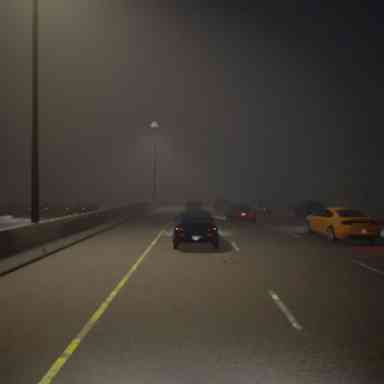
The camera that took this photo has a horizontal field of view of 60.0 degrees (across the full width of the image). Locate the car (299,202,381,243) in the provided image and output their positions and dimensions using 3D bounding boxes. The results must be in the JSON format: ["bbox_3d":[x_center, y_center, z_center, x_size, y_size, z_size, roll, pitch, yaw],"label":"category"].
[{"bbox_3d":[7.159,1.485,16.318,1.882,1.535,5.008,0,0,0],"label":"car"}]

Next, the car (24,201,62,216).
[{"bbox_3d":[-13.883,1.589,32.162,1.895,1.301,4.718,0,0,0],"label":"car"}]

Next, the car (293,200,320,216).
[{"bbox_3d":[10.715,1.516,30.325,1.837,1.490,4.892,0,0,0],"label":"car"}]

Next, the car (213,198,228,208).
[{"bbox_3d":[3.759,1.496,41.969,2.128,1.511,4.902,0,0,0],"label":"car"}]

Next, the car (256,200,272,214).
[{"bbox_3d":[7.235,1.534,35.525,1.812,1.442,4.674,0,0,0],"label":"car"}]

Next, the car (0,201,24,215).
[{"bbox_3d":[-17.376,1.571,32.766,1.994,1.385,4.181,0,0,0],"label":"car"}]

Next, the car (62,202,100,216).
[{"bbox_3d":[-10.387,1.592,31.865,1.895,1.301,4.718,0,0,0],"label":"car"}]

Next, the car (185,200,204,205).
[{"bbox_3d":[0.227,1.549,33.798,2.033,1.411,5.357,0,0,0],"label":"car"}]

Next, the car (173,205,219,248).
[{"bbox_3d":[0.153,1.526,14.718,1.812,1.442,4.674,0,0,0],"label":"car"}]

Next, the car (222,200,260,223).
[{"bbox_3d":[3.698,1.568,25.897,1.994,1.385,4.181,0,0,0],"label":"car"}]
